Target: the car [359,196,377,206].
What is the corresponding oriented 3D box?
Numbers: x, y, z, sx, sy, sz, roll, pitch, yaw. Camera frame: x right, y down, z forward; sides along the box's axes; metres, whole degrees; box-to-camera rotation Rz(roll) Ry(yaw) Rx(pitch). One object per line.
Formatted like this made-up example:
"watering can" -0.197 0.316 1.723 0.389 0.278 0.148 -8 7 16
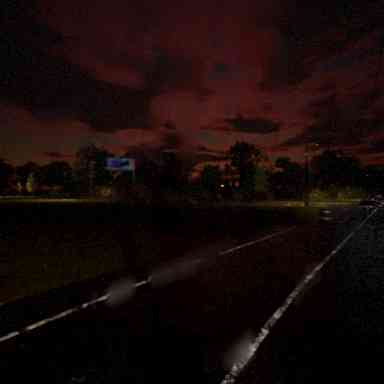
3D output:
"car" 28.861 1.642 54.749 1.994 1.385 4.181 0 0 32
